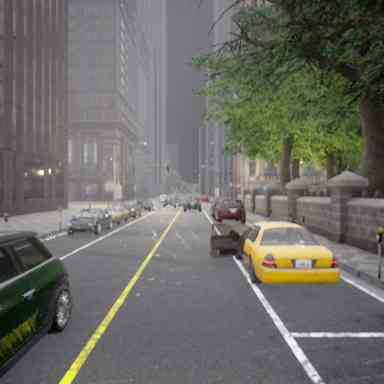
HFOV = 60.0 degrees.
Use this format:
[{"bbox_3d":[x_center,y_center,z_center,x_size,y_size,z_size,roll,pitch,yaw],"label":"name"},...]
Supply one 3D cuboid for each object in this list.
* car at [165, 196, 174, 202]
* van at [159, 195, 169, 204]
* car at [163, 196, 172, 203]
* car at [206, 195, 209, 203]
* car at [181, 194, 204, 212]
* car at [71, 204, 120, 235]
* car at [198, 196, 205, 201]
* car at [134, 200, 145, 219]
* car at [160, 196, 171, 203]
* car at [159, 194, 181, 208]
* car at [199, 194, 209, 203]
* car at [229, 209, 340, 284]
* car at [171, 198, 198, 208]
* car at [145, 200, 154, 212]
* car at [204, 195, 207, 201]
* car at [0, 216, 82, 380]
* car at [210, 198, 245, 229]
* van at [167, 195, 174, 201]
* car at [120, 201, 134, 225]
[{"bbox_3d":[-5.778,1.789,84.208,1.947,1.339,4.313,0,0,0],"label":"car"},{"bbox_3d":[-5.774,1.513,67.886,1.690,1.788,3.998,0,0,0],"label":"van"},{"bbox_3d":[-5.777,1.750,78.766,1.887,1.381,4.507,0,0,0],"label":"car"},{"bbox_3d":[2.759,1.404,30.193,2.192,1.841,5.009,0,0,0],"label":"car"},{"bbox_3d":[0.072,1.460,40.459,2.097,1.767,4.553,0,0,0],"label":"car"},{"bbox_3d":[-5.765,1.613,19.131,2.008,1.369,4.403,0,0,0],"label":"car"},{"bbox_3d":[2.745,1.811,95.099,2.008,1.369,4.403,0,0,0],"label":"car"},{"bbox_3d":[-5.767,1.529,30.180,1.967,1.590,4.097,0,0,0],"label":"car"},{"bbox_3d":[-5.776,1.628,73.326,1.967,1.590,4.097,0,0,0],"label":"car"},{"bbox_3d":[-3.009,1.375,45.493,2.033,1.411,5.357,0,0,0],"label":"car"},{"bbox_3d":[2.748,1.520,78.778,2.192,1.841,5.009,0,0,0],"label":"car"},{"bbox_3d":[2.348,1.489,9.557,1.801,1.575,5.366,0,0,0],"label":"car"},{"bbox_3d":[-1.102,1.628,50.787,2.128,1.511,4.902,0,0,26],"label":"car"},{"bbox_3d":[-5.769,1.675,41.227,1.947,1.339,4.313,0,0,0],"label":"car"},{"bbox_3d":[2.750,1.503,73.337,2.192,1.841,5.009,0,0,0],"label":"car"},{"bbox_3d":[-3.101,1.365,3.772,2.097,1.767,4.553,0,0,0],"label":"car"},{"bbox_3d":[2.760,1.391,24.668,2.192,1.841,5.009,0,0,0],"label":"car"},{"bbox_3d":[-5.779,1.583,89.650,1.690,1.788,3.998,0,0,0],"label":"van"},{"bbox_3d":[-5.766,1.601,24.485,1.752,1.417,4.829,0,0,0],"label":"car"}]
